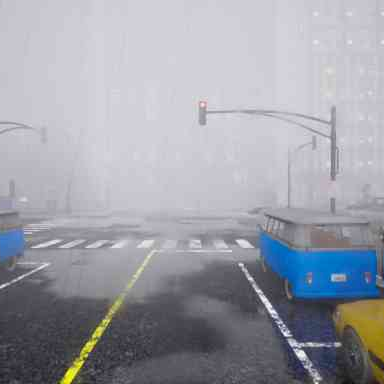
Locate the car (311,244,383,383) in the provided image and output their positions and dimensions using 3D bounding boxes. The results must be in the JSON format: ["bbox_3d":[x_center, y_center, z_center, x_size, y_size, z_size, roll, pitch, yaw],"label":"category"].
[{"bbox_3d":[2.683,1.525,2.516,1.752,1.417,4.829,-1,0,0],"label":"car"}]

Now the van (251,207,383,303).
[{"bbox_3d":[2.687,1.339,7.948,1.690,1.788,3.998,-1,0,0],"label":"van"}]

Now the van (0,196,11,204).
[{"bbox_3d":[-17.119,1.201,27.495,3.998,1.788,1.690,0,1,0],"label":"van"}]

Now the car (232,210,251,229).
[{"bbox_3d":[5.073,1.652,21.545,4.718,1.301,1.895,0,1,0],"label":"car"}]

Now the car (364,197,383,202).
[{"bbox_3d":[15.270,1.339,27.264,5.009,1.841,2.192,0,1,0],"label":"car"}]

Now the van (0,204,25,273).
[{"bbox_3d":[-5.693,1.339,7.986,1.690,1.788,3.998,-1,0,0],"label":"van"}]

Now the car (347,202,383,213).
[{"bbox_3d":[13.730,1.653,24.682,4.718,1.301,1.895,0,1,0],"label":"car"}]
